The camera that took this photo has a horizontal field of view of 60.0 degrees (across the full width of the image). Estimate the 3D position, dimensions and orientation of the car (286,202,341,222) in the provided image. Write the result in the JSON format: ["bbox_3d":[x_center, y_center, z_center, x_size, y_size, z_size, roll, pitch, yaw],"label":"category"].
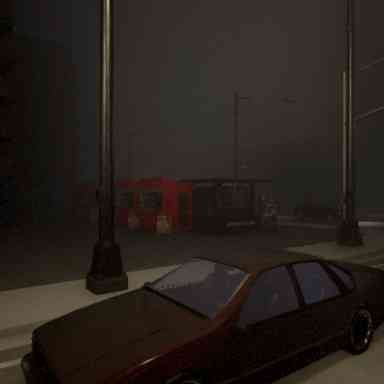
[{"bbox_3d":[10.585,1.611,27.393,1.837,1.490,4.892,0,-1,-36],"label":"car"}]

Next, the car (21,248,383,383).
[{"bbox_3d":[0.752,1.547,4.547,5.357,1.411,2.033,0,0,-35],"label":"car"}]

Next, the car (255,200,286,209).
[{"bbox_3d":[11.765,1.881,49.878,2.033,1.411,5.357,0,-1,-36],"label":"car"}]
